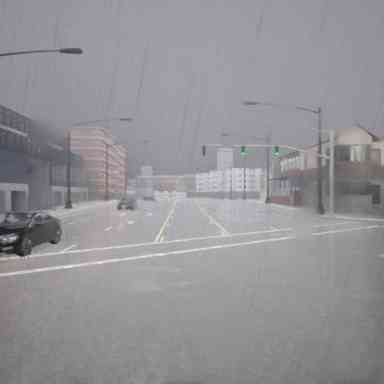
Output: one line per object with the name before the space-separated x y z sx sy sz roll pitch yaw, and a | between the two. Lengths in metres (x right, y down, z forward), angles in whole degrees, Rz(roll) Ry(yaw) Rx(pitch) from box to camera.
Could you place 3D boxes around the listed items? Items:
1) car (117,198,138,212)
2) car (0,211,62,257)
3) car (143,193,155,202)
car | -7.502 1.443 38.834 2.128 1.511 4.902 0 1 -2
car | -6.744 1.545 13.149 2.128 1.511 4.902 0 0 -2
car | -8.241 1.024 63.874 1.882 1.535 5.008 0 0 -2
